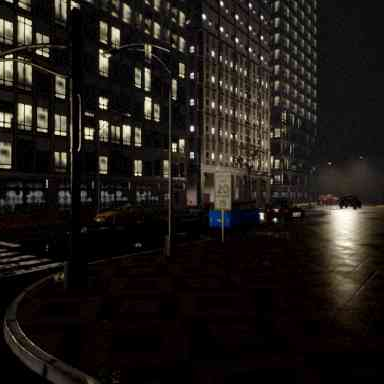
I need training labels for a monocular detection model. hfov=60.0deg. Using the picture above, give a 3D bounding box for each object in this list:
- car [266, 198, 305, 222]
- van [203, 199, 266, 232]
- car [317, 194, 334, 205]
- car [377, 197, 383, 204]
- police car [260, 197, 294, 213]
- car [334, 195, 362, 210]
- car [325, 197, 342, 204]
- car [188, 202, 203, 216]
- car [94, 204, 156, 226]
[{"bbox_3d":[7.628,1.473,26.848,1.967,1.590,4.097,0,0,38],"label":"car"},{"bbox_3d":[2.668,1.368,20.217,1.690,1.788,3.998,0,0,38],"label":"van"},{"bbox_3d":[25.129,1.381,62.523,2.192,1.841,5.009,0,0,38],"label":"car"},{"bbox_3d":[38.158,1.659,66.536,1.947,1.339,4.313,0,0,38],"label":"car"},{"bbox_3d":[9.997,1.459,38.644,1.930,1.638,5.238,0,0,38],"label":"police car"},{"bbox_3d":[21.197,1.369,44.488,2.192,1.841,5.009,0,0,38],"label":"car"},{"bbox_3d":[28.521,1.625,66.932,2.008,1.369,4.403,0,0,38],"label":"car"},{"bbox_3d":[1.382,1.604,31.653,1.802,1.307,4.206,0,0,38],"label":"car"},{"bbox_3d":[-4.723,1.540,23.928,1.752,1.417,4.829,0,0,38],"label":"car"}]
